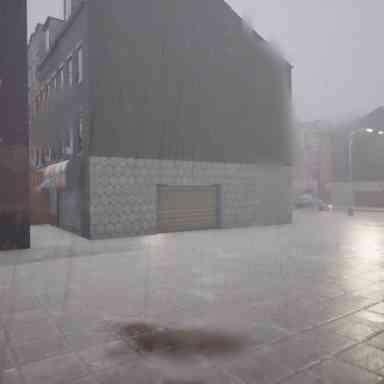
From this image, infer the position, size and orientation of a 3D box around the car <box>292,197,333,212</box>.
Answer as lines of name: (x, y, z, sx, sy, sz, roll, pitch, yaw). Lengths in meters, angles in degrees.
car: (12.366, 1.291, 35.062, 2.128, 1.511, 4.902, -1, 1, -35)
